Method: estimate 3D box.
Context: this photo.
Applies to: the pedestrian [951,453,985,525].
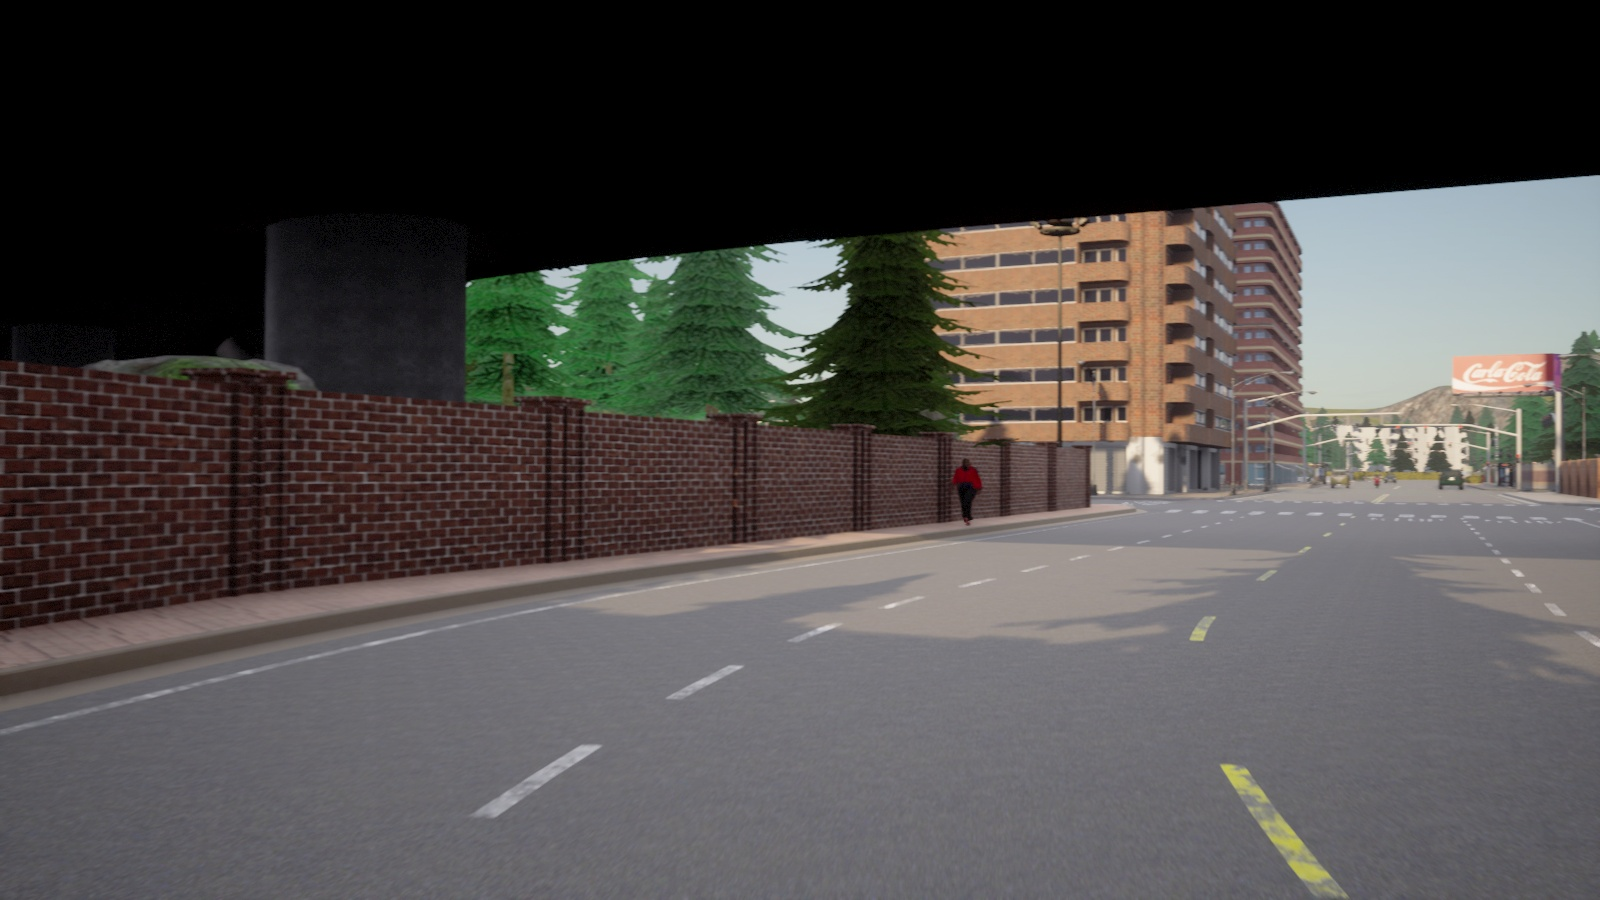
[{"bbox_3d":[4.368,1.008,32.624,0.634,1.844,0.899,-1,-1,25],"label":"pedestrian"}]
